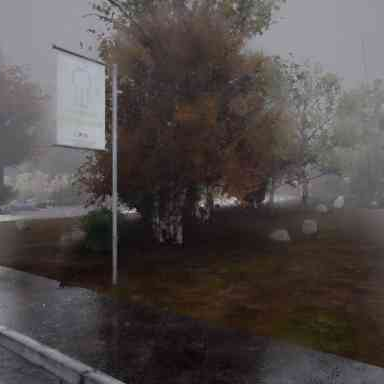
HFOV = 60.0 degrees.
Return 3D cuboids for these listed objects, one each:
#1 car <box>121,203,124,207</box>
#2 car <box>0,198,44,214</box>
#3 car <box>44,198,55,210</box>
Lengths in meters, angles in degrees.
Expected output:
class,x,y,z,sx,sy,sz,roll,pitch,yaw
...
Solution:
class,x,y,z,sx,sy,sz,roll,pitch,yaw
car,-8.558,1.426,49.493,1.882,1.535,5.008,0,0,37
car,-18.952,1.561,36.269,1.994,1.385,4.181,0,0,39
car,-19.535,1.498,41.151,1.837,1.490,4.892,0,0,39
